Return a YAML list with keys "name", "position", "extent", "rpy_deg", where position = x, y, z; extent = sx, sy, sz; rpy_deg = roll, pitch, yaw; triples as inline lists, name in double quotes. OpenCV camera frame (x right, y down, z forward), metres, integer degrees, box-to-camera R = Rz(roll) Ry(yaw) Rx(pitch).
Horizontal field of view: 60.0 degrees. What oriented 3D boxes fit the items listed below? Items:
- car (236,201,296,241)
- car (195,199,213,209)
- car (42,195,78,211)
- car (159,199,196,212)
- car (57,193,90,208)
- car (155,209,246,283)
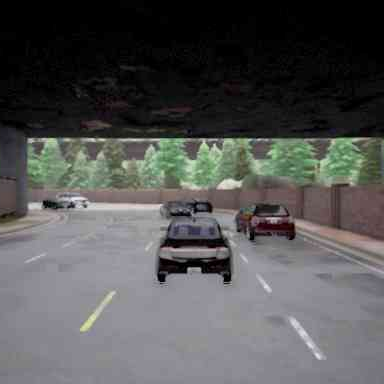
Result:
- name: "car"
  position: [3.495, 1.306, 16.636]
  extent: [2.097, 1.767, 4.553]
  rpy_deg: [0, 0, -2]
- name: "car"
  position: [0.401, 1.402, 32.861]
  extent: [2.128, 1.511, 4.902]
  rpy_deg: [0, 0, -21]
- name: "car"
  position: [-15.832, 1.386, 38.811]
  extent: [4.902, 1.511, 2.128]
  rpy_deg: [0, 0, 44]
- name: "car"
  position: [-1.519, 1.472, 28.030]
  extent: [2.033, 1.411, 5.357]
  rpy_deg: [0, 0, -15]
- name: "car"
  position: [-15.677, 1.104, 43.462]
  extent: [5.566, 2.045, 2.150]
  rpy_deg: [0, 0, 39]
- name: "car"
  position: [0.065, 1.466, 9.597]
  extent: [2.128, 1.511, 4.902]
  rpy_deg: [0, 0, 0]
